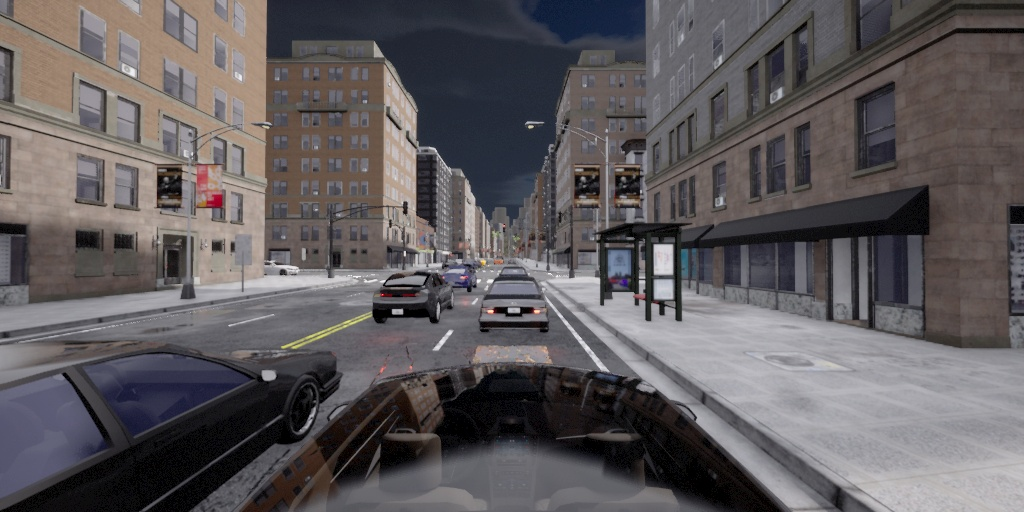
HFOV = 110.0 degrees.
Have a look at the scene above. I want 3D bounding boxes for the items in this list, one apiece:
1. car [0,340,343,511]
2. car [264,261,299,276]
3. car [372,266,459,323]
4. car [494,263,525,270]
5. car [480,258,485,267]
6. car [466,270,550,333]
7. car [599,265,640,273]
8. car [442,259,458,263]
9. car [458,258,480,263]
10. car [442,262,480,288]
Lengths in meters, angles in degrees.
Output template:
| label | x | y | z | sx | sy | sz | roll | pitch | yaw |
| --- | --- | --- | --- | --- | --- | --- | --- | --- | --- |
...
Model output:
| label | x | y | z | sx | sy | sz | roll | pitch | yaw |
| --- | --- | --- | --- | --- | --- | --- | --- | --- | --- |
| car | -3.149 | 1.298 | 2.255 | 2.033 | 1.411 | 5.357 | 0 | 0 | 0 |
| car | -22.629 | 1.180 | 33.819 | 4.674 | 1.442 | 1.812 | 0 | -1 | -1 |
| car | -3.140 | 1.266 | 12.128 | 1.837 | 1.490 | 4.892 | 0 | 0 | -1 |
| car | 0.087 | 1.319 | 20.847 | 2.033 | 1.411 | 5.357 | 0 | 0 | 0 |
| car | -6.569 | 1.308 | 64.325 | 2.128 | 1.511 | 4.902 | 0 | 0 | 0 |
| car | 0.079 | 1.307 | 10.790 | 2.033 | 1.411 | 5.357 | 0 | 0 | 1 |
| car | 13.118 | 1.417 | 43.898 | 4.892 | 1.490 | 1.837 | 0 | -1 | 0 |
| car | -9.815 | 1.316 | 56.875 | 1.837 | 1.490 | 4.892 | 0 | 0 | 2 |
| car | -6.601 | 1.162 | 55.185 | 2.097 | 1.767 | 4.553 | 0 | 0 | 0 |
| car | -3.156 | 1.297 | 21.167 | 1.812 | 1.442 | 4.674 | 0 | 0 | 0 |
